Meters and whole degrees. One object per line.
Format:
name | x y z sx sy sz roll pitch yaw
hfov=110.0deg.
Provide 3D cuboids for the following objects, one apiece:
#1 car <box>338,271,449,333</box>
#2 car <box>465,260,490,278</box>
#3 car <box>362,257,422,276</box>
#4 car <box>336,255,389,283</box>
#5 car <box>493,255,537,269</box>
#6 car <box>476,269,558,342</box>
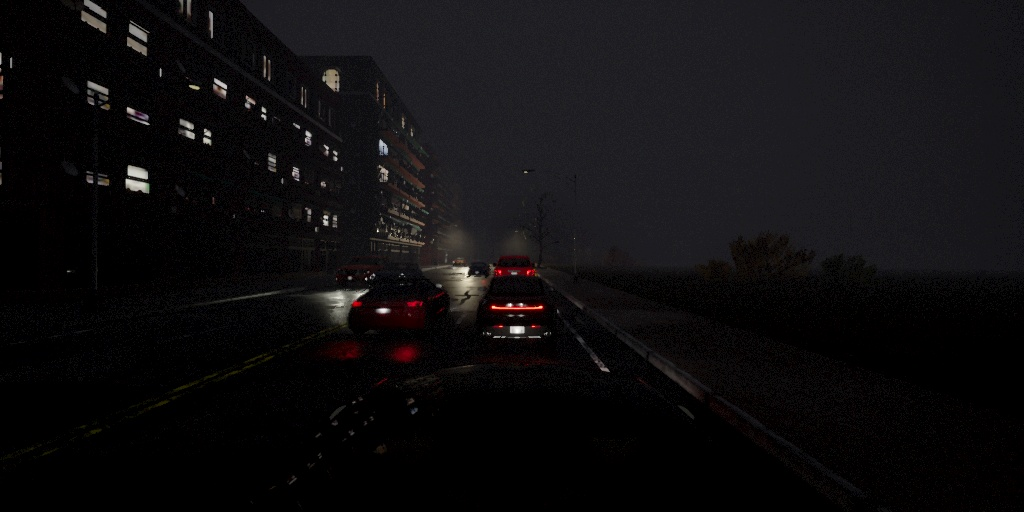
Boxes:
car | -3.144 1.315 10.753 1.994 1.385 4.181 0 0 0
car | -3.124 1.279 34.545 1.812 1.442 4.674 0 0 0
car | -6.587 1.105 20.805 2.097 1.767 4.553 0 0 0
car | -9.833 0.975 24.528 2.150 2.045 5.566 0 0 0
car | 0.112 0.975 20.074 2.150 2.045 5.566 0 0 0
car | 0.107 1.256 9.727 1.837 1.490 4.892 0 0 0
